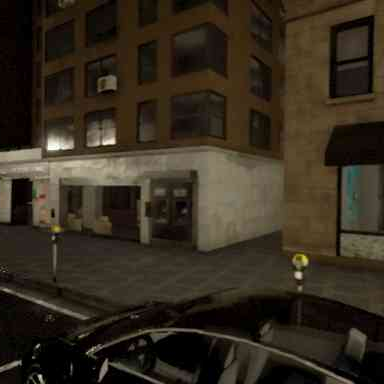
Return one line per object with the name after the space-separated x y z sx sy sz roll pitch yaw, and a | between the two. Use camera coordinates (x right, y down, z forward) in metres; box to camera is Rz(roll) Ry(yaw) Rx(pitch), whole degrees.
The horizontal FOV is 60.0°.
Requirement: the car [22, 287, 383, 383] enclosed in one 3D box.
0.322 1.556 2.845 4.313 1.339 1.947 1 1 35 | car
